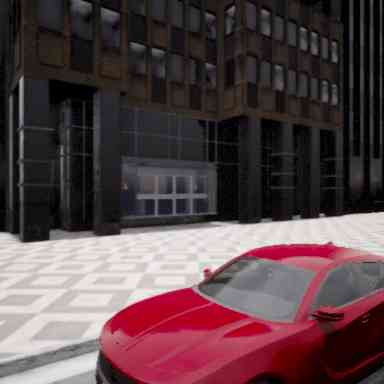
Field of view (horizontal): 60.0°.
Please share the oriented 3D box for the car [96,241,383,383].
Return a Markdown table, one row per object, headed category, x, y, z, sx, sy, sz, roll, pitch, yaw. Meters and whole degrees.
| category | x | y | z | sx | sy | sz | roll | pitch | yaw |
| --- | --- | --- | --- | --- | --- | --- | --- | --- | --- |
| car | 1.315 | 1.474 | 4.305 | 5.008 | 1.535 | 1.882 | 0 | 0 | -35 |
